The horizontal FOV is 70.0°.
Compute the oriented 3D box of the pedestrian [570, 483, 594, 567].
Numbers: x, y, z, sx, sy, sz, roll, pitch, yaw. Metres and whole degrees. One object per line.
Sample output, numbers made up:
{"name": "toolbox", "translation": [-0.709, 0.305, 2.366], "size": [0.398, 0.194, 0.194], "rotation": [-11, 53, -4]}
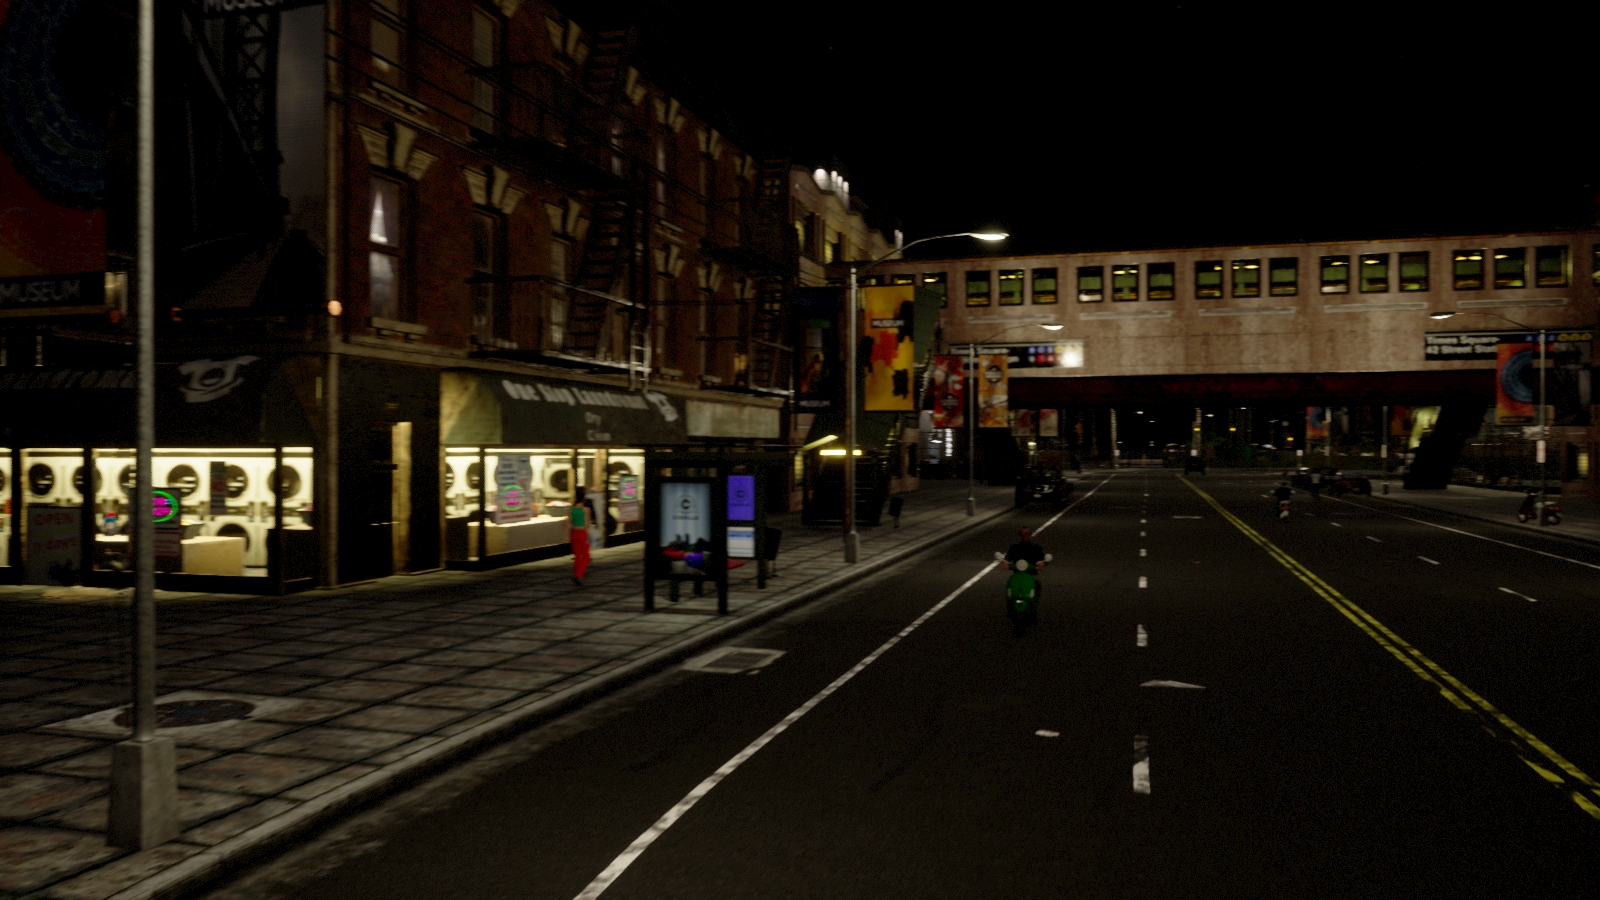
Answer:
{"name": "pedestrian", "translation": [-4.941, 1.690, 25.909], "size": [0.375, 1.860, 0.375], "rotation": [0, 0, 24]}

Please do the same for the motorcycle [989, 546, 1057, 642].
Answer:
{"name": "motorcycle", "translation": [3.465, 2.186, 17.640], "size": [0.856, 1.236, 1.805], "rotation": [0, 0, 17]}

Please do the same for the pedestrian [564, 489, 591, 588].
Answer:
{"name": "pedestrian", "translation": [-4.265, 1.691, 21.908], "size": [0.375, 1.860, 0.375], "rotation": [0, 0, 11]}
